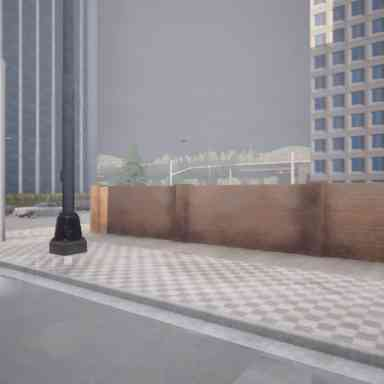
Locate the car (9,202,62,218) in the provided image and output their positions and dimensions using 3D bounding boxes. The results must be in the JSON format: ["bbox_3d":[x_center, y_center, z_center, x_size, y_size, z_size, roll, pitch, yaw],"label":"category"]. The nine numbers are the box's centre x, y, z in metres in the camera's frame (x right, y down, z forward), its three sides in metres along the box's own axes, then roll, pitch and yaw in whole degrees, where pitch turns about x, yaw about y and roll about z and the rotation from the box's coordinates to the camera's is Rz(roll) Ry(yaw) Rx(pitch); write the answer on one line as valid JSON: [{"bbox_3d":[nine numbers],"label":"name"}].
[{"bbox_3d":[-13.404,1.600,29.944,1.895,1.301,4.718,0,0,35],"label":"car"}]

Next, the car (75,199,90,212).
[{"bbox_3d":[-12.396,1.547,37.480,2.033,1.411,5.357,0,0,35],"label":"car"}]

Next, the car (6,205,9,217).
[{"bbox_3d":[-18.207,1.547,29.251,2.033,1.411,5.357,0,0,32],"label":"car"}]
